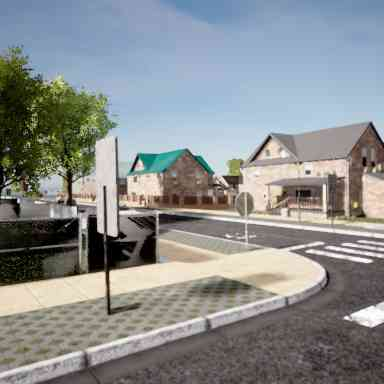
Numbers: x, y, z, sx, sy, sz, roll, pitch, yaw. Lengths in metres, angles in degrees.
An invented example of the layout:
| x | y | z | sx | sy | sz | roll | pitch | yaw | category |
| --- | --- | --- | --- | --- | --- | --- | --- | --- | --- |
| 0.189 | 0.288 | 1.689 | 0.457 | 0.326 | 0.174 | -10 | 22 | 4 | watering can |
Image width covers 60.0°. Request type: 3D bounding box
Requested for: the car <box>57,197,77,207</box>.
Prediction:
| x | y | z | sx | sy | sz | roll | pitch | yaw | category |
| --- | --- | --- | --- | --- | --- | --- | --- | --- | --- |
| -17.782 | 1.493 | 47.246 | 2.128 | 1.511 | 4.902 | -2 | 1 | -34 | car |

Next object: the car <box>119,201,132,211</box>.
| x | y | z | sx | sy | sz | roll | pitch | yaw | category |
| --- | --- | --- | --- | --- | --- | --- | --- | --- | --- |
| -7.197 | 1.573 | 31.246 | 1.994 | 1.385 | 4.181 | -2 | 1 | -34 | car |
